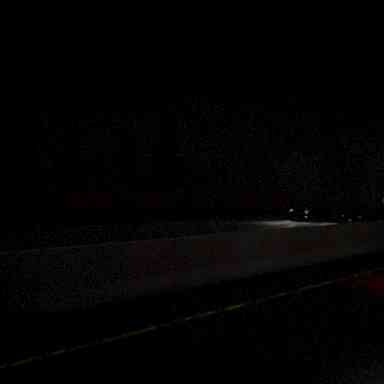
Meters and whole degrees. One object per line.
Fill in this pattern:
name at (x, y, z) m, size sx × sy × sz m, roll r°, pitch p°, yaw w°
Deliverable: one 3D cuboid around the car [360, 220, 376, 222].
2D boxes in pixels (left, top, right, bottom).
car at (14.387, 1.810, 27.213) m, size 5.357 × 1.411 × 2.033 m, roll 1°, pitch 0°, yaw -36°
